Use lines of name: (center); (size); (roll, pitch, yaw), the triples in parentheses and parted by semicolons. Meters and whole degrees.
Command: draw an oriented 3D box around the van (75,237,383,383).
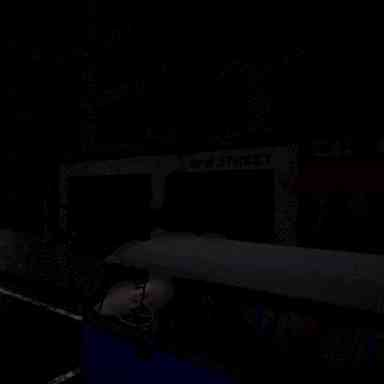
van: (0.829, 1.341, 2.485); (3.998, 1.788, 1.690); (0, 0, 36)
